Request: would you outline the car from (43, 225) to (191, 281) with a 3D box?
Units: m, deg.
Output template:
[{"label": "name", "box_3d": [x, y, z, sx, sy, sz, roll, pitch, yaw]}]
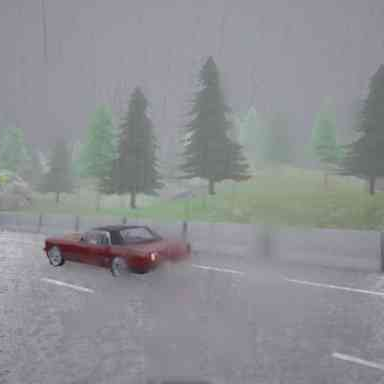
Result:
[{"label": "car", "box_3d": [-2.437, 1.653, 10.023, 4.718, 1.301, 1.895, -1, 0, 36]}]
